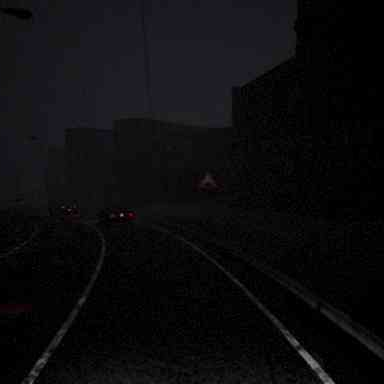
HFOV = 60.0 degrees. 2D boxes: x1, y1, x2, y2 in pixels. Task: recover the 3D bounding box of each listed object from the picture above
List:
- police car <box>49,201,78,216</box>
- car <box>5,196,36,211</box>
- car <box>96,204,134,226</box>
[{"bbox_3d":[-15.157,1.902,38.876,2.038,1.542,4.974,-4,1,-39],"label":"police car"},{"bbox_3d":[-20.663,1.536,39.907,5.566,2.045,2.150,-2,1,45],"label":"car"},{"bbox_3d":[-5.738,1.629,24.446,2.033,1.411,5.357,-2,0,-25],"label":"car"}]
